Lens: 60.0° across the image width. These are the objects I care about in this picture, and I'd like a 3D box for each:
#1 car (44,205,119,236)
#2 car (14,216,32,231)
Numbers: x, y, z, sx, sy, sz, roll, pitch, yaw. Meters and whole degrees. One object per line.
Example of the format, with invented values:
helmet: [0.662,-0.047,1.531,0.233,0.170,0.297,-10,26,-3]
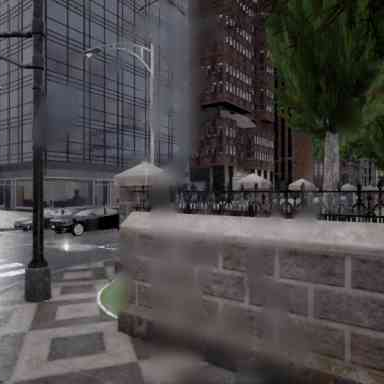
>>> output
car: [-5.750,1.563,19.318,1.882,1.535,5.008,0,0,36]
car: [-8.410,1.631,20.194,2.008,1.369,4.403,0,-1,36]
